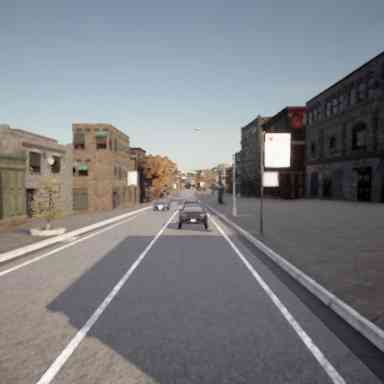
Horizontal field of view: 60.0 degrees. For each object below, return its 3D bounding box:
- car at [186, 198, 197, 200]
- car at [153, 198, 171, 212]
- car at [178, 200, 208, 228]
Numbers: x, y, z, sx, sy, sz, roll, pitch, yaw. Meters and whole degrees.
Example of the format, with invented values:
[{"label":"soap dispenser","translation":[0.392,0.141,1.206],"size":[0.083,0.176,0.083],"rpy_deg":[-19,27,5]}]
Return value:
[{"label":"car","translation":[-0.030,1.514,42.006],"size":[1.882,1.535,5.008],"rpy_deg":[0,0,0]},{"label":"car","translation":[-3.524,1.522,39.694],"size":[2.128,1.511,4.902],"rpy_deg":[0,0,0]},{"label":"car","translation":[0.061,1.523,22.032],"size":[1.812,1.442,4.674],"rpy_deg":[0,0,0]}]
